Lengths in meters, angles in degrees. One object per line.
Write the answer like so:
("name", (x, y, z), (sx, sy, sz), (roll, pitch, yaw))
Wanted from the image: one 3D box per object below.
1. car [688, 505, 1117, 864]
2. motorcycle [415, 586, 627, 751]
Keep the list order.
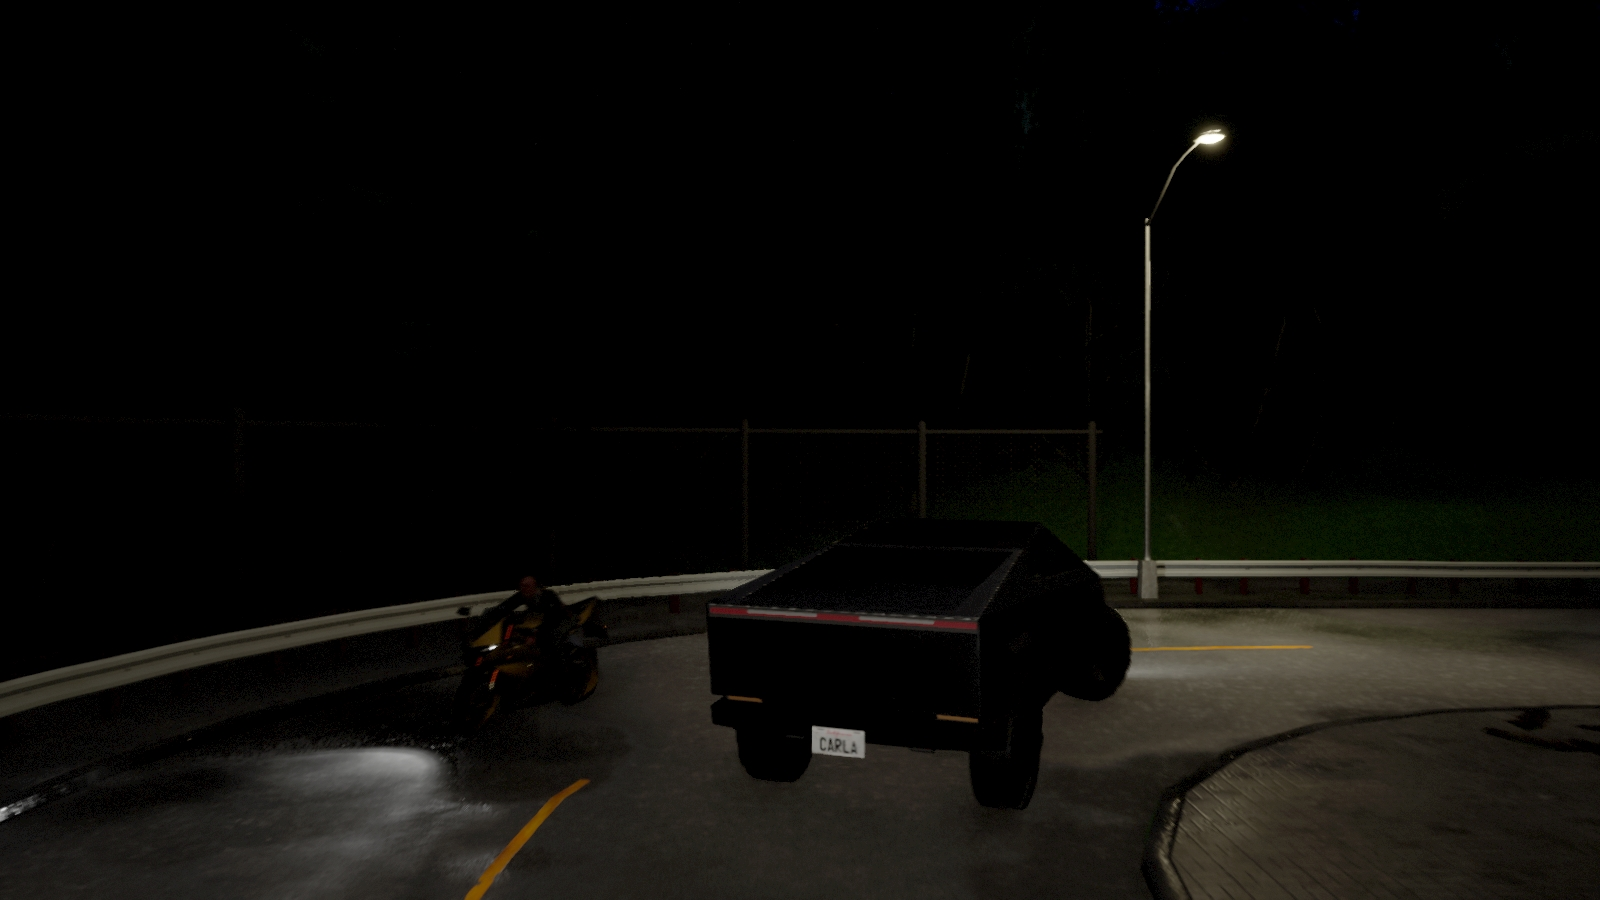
("car", (1.454, 1.752, 11.103), (2.390, 2.098, 6.274), (0, 0, 22))
("motorcycle", (-2.853, 2.203, 11.978), (0.867, 1.251, 2.209), (3, 1, 29))
